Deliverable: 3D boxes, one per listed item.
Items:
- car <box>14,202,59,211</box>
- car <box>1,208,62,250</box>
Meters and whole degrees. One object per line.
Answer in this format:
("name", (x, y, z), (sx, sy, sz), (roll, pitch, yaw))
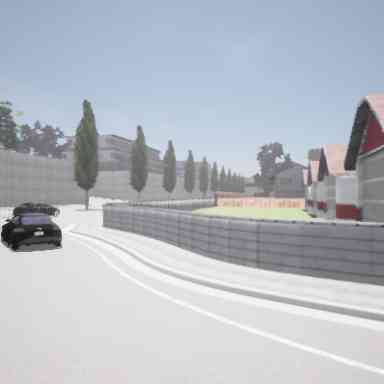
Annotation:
("car", (-14.452, 1.710, 31.189), (1.837, 1.490, 4.892), (-1, -1, 13))
("car", (-7.383, 1.665, 15.170), (1.994, 1.385, 4.181), (1, 0, -35))
